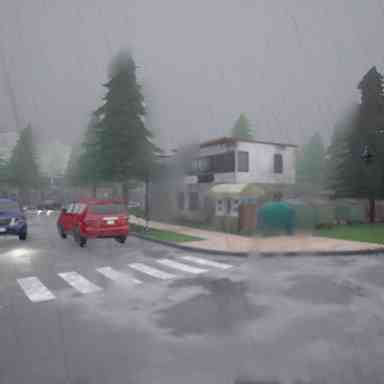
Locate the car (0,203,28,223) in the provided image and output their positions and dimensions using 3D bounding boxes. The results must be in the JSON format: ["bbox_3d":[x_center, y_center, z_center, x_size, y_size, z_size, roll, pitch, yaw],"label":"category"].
[{"bbox_3d":[-15.172,1.724,28.075,1.994,1.385,4.181,0,0,-21],"label":"car"}]

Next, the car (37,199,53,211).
[{"bbox_3d":[-19.130,1.714,45.009,2.033,1.411,5.357,0,0,-5],"label":"car"}]

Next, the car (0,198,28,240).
[{"bbox_3d":[-10.119,1.380,17.669,2.150,2.045,5.566,0,0,-31],"label":"car"}]

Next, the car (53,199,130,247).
[{"bbox_3d":[-4.963,1.382,16.385,2.150,2.045,5.566,0,0,-34],"label":"car"}]
